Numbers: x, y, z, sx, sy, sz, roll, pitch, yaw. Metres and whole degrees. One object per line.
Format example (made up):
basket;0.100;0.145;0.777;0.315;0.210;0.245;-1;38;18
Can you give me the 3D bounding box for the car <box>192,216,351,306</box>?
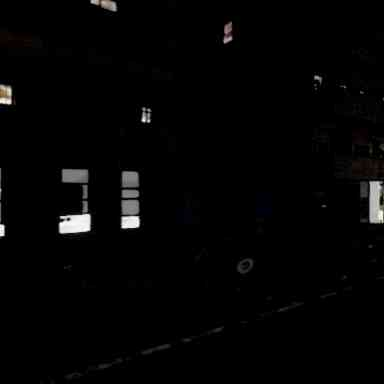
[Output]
car;1.961;1.427;7.960;4.097;1.590;1.967;0;0;-36
